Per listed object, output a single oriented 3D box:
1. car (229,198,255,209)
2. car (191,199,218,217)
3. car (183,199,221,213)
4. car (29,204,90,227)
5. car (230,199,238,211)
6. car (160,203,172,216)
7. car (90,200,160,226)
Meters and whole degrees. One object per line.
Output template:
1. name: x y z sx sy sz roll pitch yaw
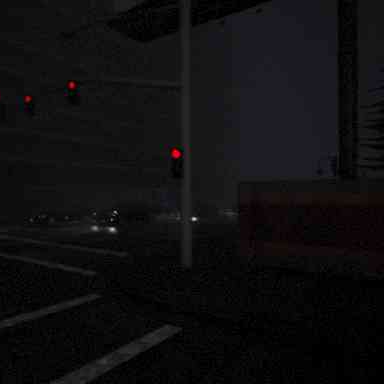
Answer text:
1. car: 7.242 1.674 48.070 1.812 1.442 4.674 0 0 36
2. car: 0.803 1.689 32.948 1.994 1.385 4.181 0 0 35
3. car: 1.259 1.640 39.658 2.128 1.511 4.902 0 0 35
4. car: -9.439 1.641 24.508 2.128 1.511 4.902 0 0 35
5. car: 6.678 1.477 41.250 2.097 1.767 4.553 0 0 35
6. car: -4.095 1.750 32.077 1.895 1.301 4.718 0 0 35
7. car: -4.918 1.477 24.840 2.097 1.767 4.553 0 0 35
